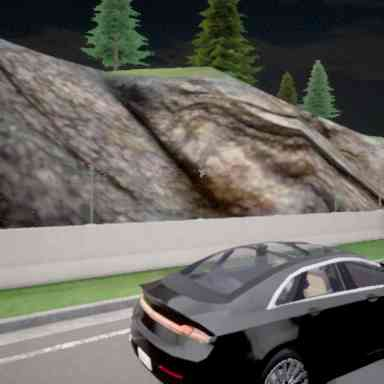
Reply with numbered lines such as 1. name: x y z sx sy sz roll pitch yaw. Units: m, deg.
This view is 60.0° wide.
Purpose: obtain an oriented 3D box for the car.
1. car: 1.609 1.460 4.584 4.902 1.511 2.128 0 0 -31
